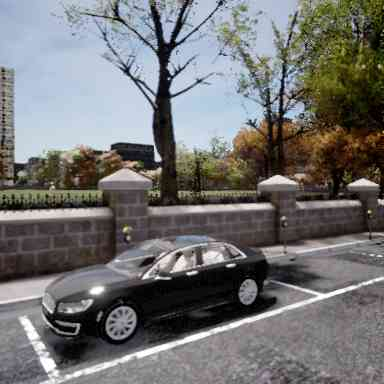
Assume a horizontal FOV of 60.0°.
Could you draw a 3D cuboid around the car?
[{"bbox_3d":[-0.412,1.546,6.267,4.403,1.369,2.008,0,0,-35],"label":"car"}]
